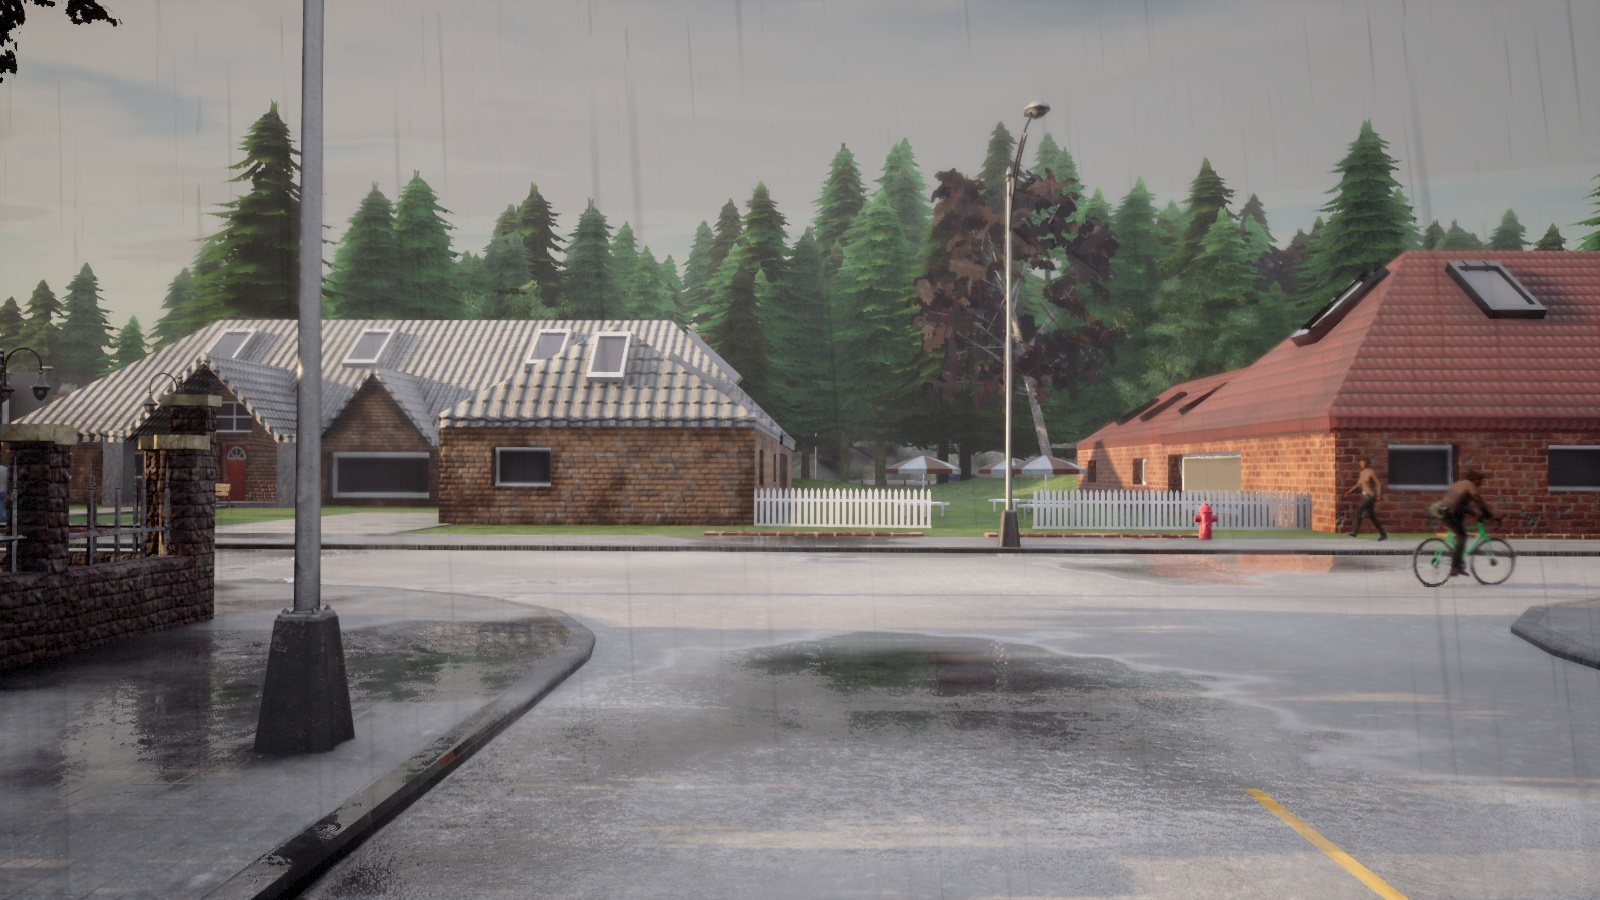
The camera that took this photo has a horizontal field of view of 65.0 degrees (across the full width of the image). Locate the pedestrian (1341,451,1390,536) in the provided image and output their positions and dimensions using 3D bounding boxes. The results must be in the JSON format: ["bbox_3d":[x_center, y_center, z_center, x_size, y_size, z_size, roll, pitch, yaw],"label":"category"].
[{"bbox_3d":[12.082,0.925,26.824,0.869,1.805,0.328,0,-1,0],"label":"pedestrian"}]

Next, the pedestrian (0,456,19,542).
[{"bbox_3d":[-17.117,1.041,26.757,0.706,1.836,0.354,0,-1,-5],"label":"pedestrian"}]

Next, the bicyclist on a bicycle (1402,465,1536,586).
[{"bbox_3d":[9.253,1.022,17.377,1.656,1.620,0.582,0,1,-13],"label":"bicyclist on a bicycle"}]
